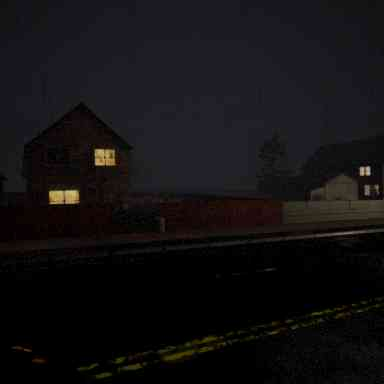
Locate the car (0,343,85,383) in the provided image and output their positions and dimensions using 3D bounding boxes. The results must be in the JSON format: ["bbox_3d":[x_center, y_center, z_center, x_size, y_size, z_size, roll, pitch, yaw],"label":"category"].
[{"bbox_3d":[-2.885,1.493,1.361,4.902,1.511,2.128,0,0,-27],"label":"car"}]
